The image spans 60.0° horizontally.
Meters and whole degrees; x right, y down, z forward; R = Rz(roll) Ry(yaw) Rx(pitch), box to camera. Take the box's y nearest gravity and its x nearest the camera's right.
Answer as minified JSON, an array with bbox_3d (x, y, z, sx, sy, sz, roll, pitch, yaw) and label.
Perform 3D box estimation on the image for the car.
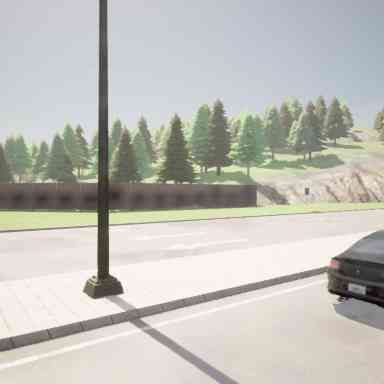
[{"bbox_3d":[4.750,1.526,7.137,4.674,1.442,1.812,0,0,-35],"label":"car"}]
